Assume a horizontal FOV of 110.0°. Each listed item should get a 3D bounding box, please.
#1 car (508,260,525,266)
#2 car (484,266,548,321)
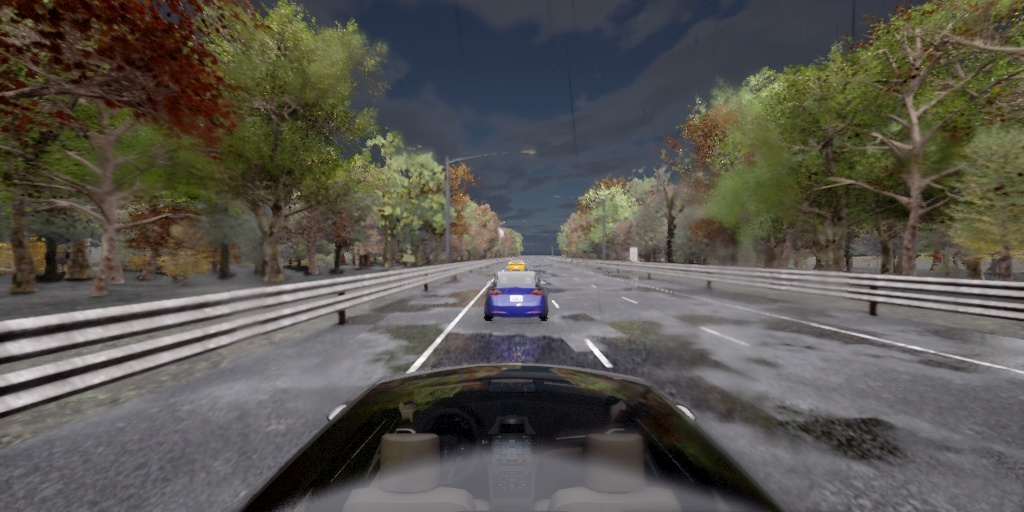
[{"bbox_3d":[0.544,1.213,43.995,1.882,1.535,5.008,0,0,1],"label":"car"},{"bbox_3d":[0.140,1.250,12.518,2.163,1.488,4.792,0,0,0],"label":"car"}]
